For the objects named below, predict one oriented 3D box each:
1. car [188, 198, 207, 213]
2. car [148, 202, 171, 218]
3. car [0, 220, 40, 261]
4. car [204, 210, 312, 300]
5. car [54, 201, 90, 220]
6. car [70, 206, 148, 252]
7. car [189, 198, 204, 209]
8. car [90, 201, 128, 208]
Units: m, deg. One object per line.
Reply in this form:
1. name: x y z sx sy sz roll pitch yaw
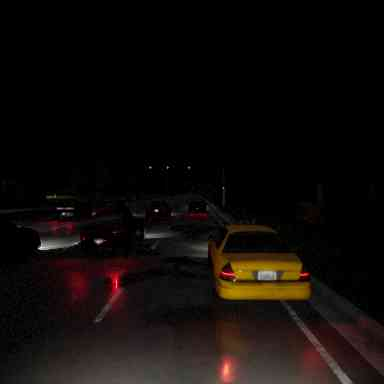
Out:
1. car: 0.578 1.487 36.541 2.128 1.511 4.902 0 0 1
2. car: -2.982 1.560 30.315 1.994 1.385 4.181 0 0 1
3. car: -6.732 1.561 10.869 1.994 1.385 4.181 0 0 1
4. car: 1.362 1.454 8.438 1.801 1.575 5.366 0 0 1
5. car: -10.007 1.488 28.402 2.128 1.511 4.902 0 0 1
6. car: -3.199 1.523 13.831 1.812 1.442 4.674 0 0 1
7. car: 0.684 1.558 46.630 1.994 1.385 4.181 0 0 1
8. car: -6.516 1.474 27.631 1.882 1.535 5.008 0 0 1
